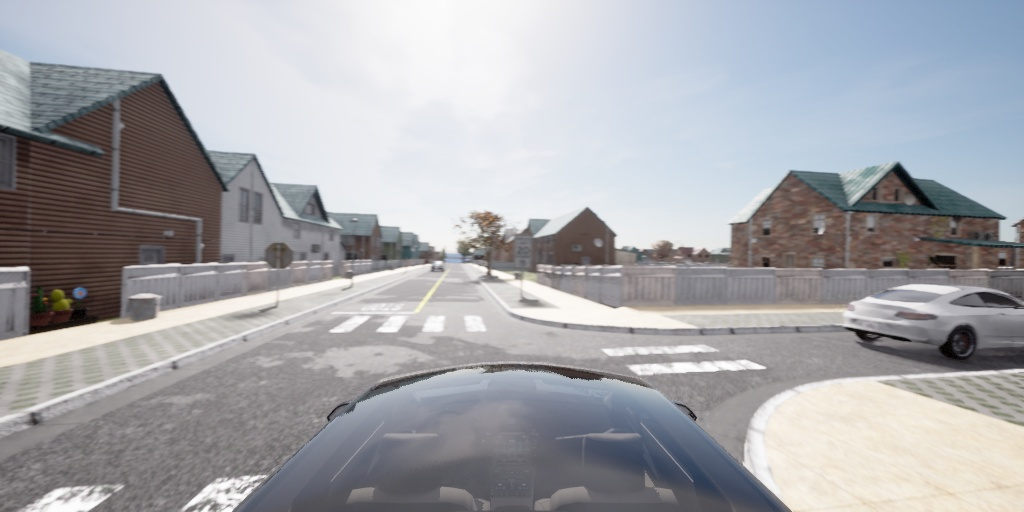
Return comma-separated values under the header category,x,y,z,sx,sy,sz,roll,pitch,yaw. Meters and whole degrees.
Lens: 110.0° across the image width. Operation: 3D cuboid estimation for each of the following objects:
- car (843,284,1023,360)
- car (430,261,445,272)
category,x,y,z,sx,sy,sz,roll,pitch,yaw
car,10.185,1.380,8.265,4.674,1.442,1.812,0,0,-9
car,-10.803,1.486,52.191,2.128,1.511,4.902,1,-1,-9
